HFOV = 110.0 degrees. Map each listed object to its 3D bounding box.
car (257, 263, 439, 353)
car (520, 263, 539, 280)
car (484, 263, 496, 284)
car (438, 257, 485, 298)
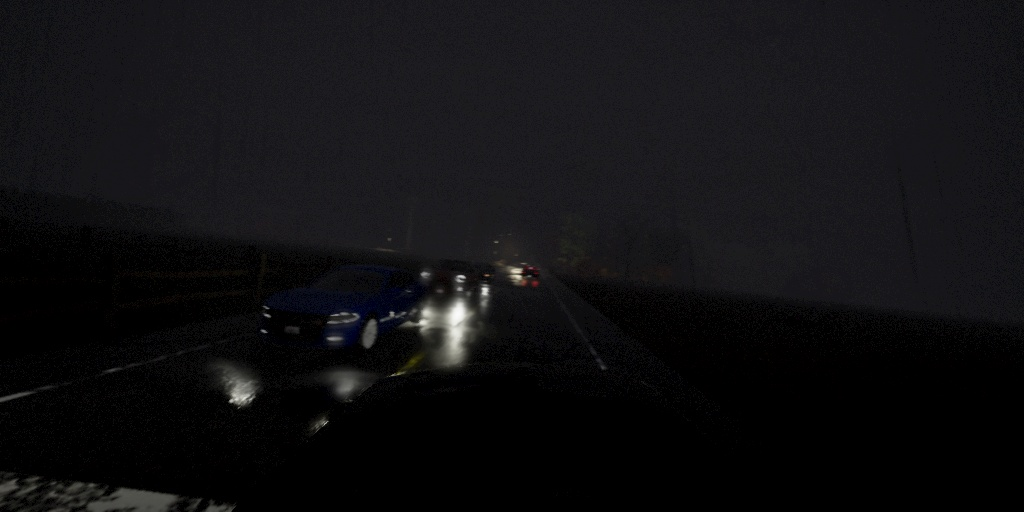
[{"bbox_3d":[-3.399,0.952,8.300,1.882,1.535,5.008,5,0,3],"label":"car"},{"bbox_3d":[1.920,1.763,38.125,1.895,1.301,4.718,5,0,4],"label":"car"},{"bbox_3d":[-2.296,1.250,27.823,2.033,1.411,5.357,5,0,3],"label":"car"},{"bbox_3d":[-2.871,0.933,17.401,2.097,1.767,4.553,5,0,3],"label":"car"}]
